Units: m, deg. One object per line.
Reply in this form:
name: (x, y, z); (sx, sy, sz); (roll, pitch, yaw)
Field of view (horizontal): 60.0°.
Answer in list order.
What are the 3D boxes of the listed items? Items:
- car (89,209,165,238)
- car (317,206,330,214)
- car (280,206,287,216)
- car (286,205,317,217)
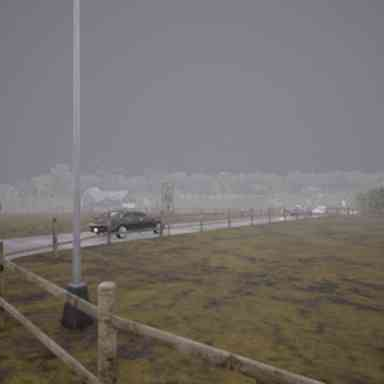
car: (-3.587, 1.775, 19.245); (1.837, 1.490, 4.892); (-2, -3, 36)
car: (20.429, 2.939, 52.523); (1.812, 1.442, 4.674); (-2, -3, 36)
car: (14.801, 2.654, 49.432); (2.097, 1.767, 4.553); (-2, -3, 36)
car: (14.696, 2.649, 44.482); (1.994, 1.385, 4.181); (-2, -3, 36)
